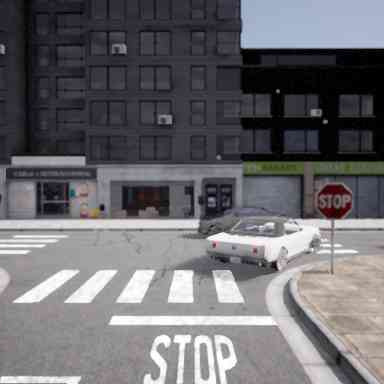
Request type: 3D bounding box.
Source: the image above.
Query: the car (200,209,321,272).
[{"bbox_3d":[2.472,1.437,10.403,1.895,1.301,4.718,1,1,37],"label":"car"}]

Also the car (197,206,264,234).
[{"bbox_3d":[2.336,1.320,14.963,4.181,1.385,1.994,0,1,0],"label":"car"}]
